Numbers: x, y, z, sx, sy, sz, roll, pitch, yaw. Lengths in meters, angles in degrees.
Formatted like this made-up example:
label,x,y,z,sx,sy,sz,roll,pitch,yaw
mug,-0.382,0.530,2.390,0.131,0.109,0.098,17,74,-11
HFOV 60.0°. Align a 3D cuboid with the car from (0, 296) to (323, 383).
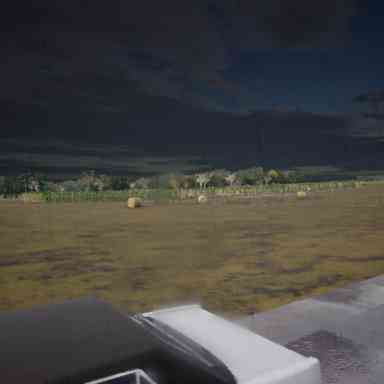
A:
label,x,y,z,sx,sy,sz,roll,pitch,yaw
car,-1.306,1.601,2.138,4.718,1.301,1.895,0,0,-36
